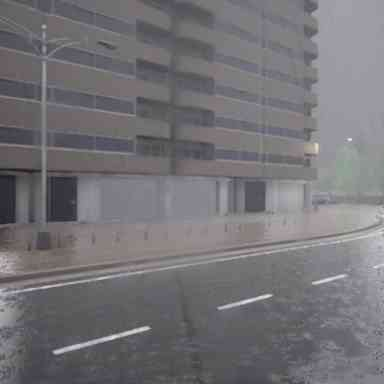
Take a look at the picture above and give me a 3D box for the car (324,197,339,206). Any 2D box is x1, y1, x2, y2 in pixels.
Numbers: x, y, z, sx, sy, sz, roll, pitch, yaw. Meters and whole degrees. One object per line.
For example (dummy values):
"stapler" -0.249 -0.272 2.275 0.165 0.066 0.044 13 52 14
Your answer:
"car" 21.710 1.484 54.466 1.882 1.535 5.008 0 0 -22

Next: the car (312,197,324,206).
"car" 18.413 1.571 53.297 1.994 1.385 4.181 0 0 -22
